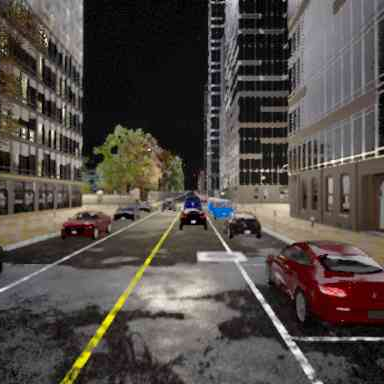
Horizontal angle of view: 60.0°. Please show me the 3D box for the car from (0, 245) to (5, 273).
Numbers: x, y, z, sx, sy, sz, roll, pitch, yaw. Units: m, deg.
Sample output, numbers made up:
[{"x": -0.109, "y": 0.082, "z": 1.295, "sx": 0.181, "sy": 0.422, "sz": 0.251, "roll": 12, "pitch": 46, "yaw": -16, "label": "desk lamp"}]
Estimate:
[{"x": -5.690, "y": 1.620, "z": 6.925, "sx": 2.008, "sy": 1.369, "sz": 4.403, "roll": 0, "pitch": -1, "yaw": 0, "label": "car"}]

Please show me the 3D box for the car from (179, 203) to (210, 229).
[{"x": 0.097, "y": 1.737, "z": 23.295, "sx": 1.812, "sy": 1.442, "sz": 4.674, "roll": 0, "pitch": 0, "yaw": 0, "label": "car"}]

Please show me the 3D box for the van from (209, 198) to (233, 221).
[{"x": 2.695, "y": 1.596, "z": 29.730, "sx": 1.690, "sy": 1.788, "sz": 3.998, "roll": 0, "pitch": 0, "yaw": 0, "label": "van"}]

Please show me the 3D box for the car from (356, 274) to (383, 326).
[{"x": 2.691, "y": 1.558, "z": 1.226, "sx": 1.887, "sy": 1.381, "sz": 4.507, "roll": 0, "pitch": -1, "yaw": 0, "label": "car"}]

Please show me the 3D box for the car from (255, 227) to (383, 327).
[{"x": 2.691, "y": 1.651, "z": 6.923, "sx": 1.802, "sy": 1.307, "sz": 4.206, "roll": 0, "pitch": -1, "yaw": 0, "label": "car"}]

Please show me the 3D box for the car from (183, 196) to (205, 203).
[{"x": 0.104, "y": 1.529, "z": 39.754, "sx": 2.150, "sy": 2.045, "sz": 5.566, "roll": 0, "pitch": -1, "yaw": 0, "label": "car"}]

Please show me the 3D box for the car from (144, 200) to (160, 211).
[{"x": -5.814, "y": 1.881, "z": 48.359, "sx": 1.752, "sy": 1.417, "sz": 4.829, "roll": 0, "pitch": 0, "yaw": 0, "label": "car"}]

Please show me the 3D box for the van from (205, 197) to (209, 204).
[{"x": 2.778, "y": 1.658, "z": 41.127, "sx": 1.690, "sy": 1.788, "sz": 3.998, "roll": 0, "pitch": 0, "yaw": 0, "label": "van"}]

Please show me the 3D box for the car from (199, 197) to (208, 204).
[{"x": 2.698, "y": 1.959, "z": 79.251, "sx": 1.967, "sy": 1.590, "sz": 4.097, "roll": 0, "pitch": 0, "yaw": 0, "label": "car"}]

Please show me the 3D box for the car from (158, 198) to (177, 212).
[{"x": -3.021, "y": 1.837, "z": 43.535, "sx": 1.837, "sy": 1.490, "sz": 4.892, "roll": 0, "pitch": -1, "yaw": 0, "label": "car"}]

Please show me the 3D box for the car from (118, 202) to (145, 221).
[{"x": -5.687, "y": 1.821, "z": 29.729, "sx": 1.947, "sy": 1.339, "sz": 4.313, "roll": 0, "pitch": 0, "yaw": 0, "label": "car"}]

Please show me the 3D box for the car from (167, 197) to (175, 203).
[{"x": -5.683, "y": 2.129, "z": 90.612, "sx": 2.008, "sy": 1.369, "sz": 4.403, "roll": 0, "pitch": 0, "yaw": 0, "label": "car"}]

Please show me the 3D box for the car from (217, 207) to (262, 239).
[{"x": 2.692, "y": 1.723, "z": 18.324, "sx": 2.008, "sy": 1.369, "sz": 4.403, "roll": 0, "pitch": 0, "yaw": 0, "label": "car"}]

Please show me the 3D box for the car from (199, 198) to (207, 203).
[{"x": 2.697, "y": 2.114, "z": 84.931, "sx": 1.947, "sy": 1.339, "sz": 4.313, "roll": 0, "pitch": 0, "yaw": 0, "label": "car"}]

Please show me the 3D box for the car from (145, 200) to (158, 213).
[{"x": -5.766, "y": 1.883, "z": 41.125, "sx": 1.947, "sy": 1.339, "sz": 4.313, "roll": 0, "pitch": 0, "yaw": 0, "label": "car"}]

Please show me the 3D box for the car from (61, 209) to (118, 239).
[{"x": -5.689, "y": 1.718, "z": 18.325, "sx": 1.887, "sy": 1.381, "sz": 4.507, "roll": 0, "pitch": -1, "yaw": 0, "label": "car"}]
